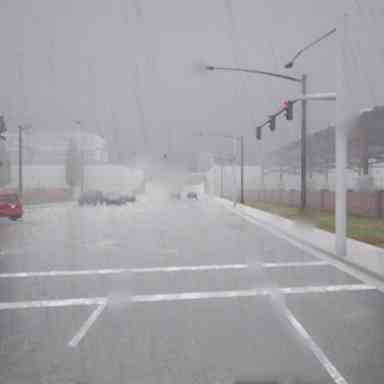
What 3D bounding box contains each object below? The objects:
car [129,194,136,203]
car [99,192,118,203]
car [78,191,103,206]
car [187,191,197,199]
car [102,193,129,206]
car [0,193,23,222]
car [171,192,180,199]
[{"bbox_3d":[-10.521,1.100,55.328,1.994,1.385,4.181,0,1,0],"label":"car"},{"bbox_3d":[-14.008,0.882,56.005,2.097,1.767,4.553,0,1,0],"label":"car"},{"bbox_3d":[-14.005,0.852,46.552,2.150,2.045,5.566,0,1,0],"label":"car"},{"bbox_3d":[0.027,0.602,71.706,2.097,1.767,4.553,0,1,0],"label":"car"},{"bbox_3d":[-10.514,1.109,46.335,1.882,1.535,5.008,0,1,1],"label":"car"},{"bbox_3d":[-14.539,1.081,23.530,5.566,2.045,2.150,0,0,24],"label":"car"},{"bbox_3d":[-3.472,0.773,71.739,2.128,1.511,4.902,0,1,0],"label":"car"}]
